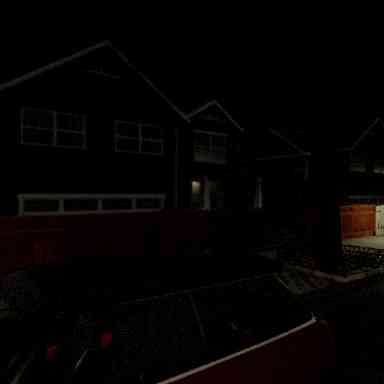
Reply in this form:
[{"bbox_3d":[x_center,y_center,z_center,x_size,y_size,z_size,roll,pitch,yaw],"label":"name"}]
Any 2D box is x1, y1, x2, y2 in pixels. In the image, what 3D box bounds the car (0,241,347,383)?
[{"bbox_3d":[-0.904,1.357,2.427,4.553,1.767,2.097,1,0,-36],"label":"car"}]
